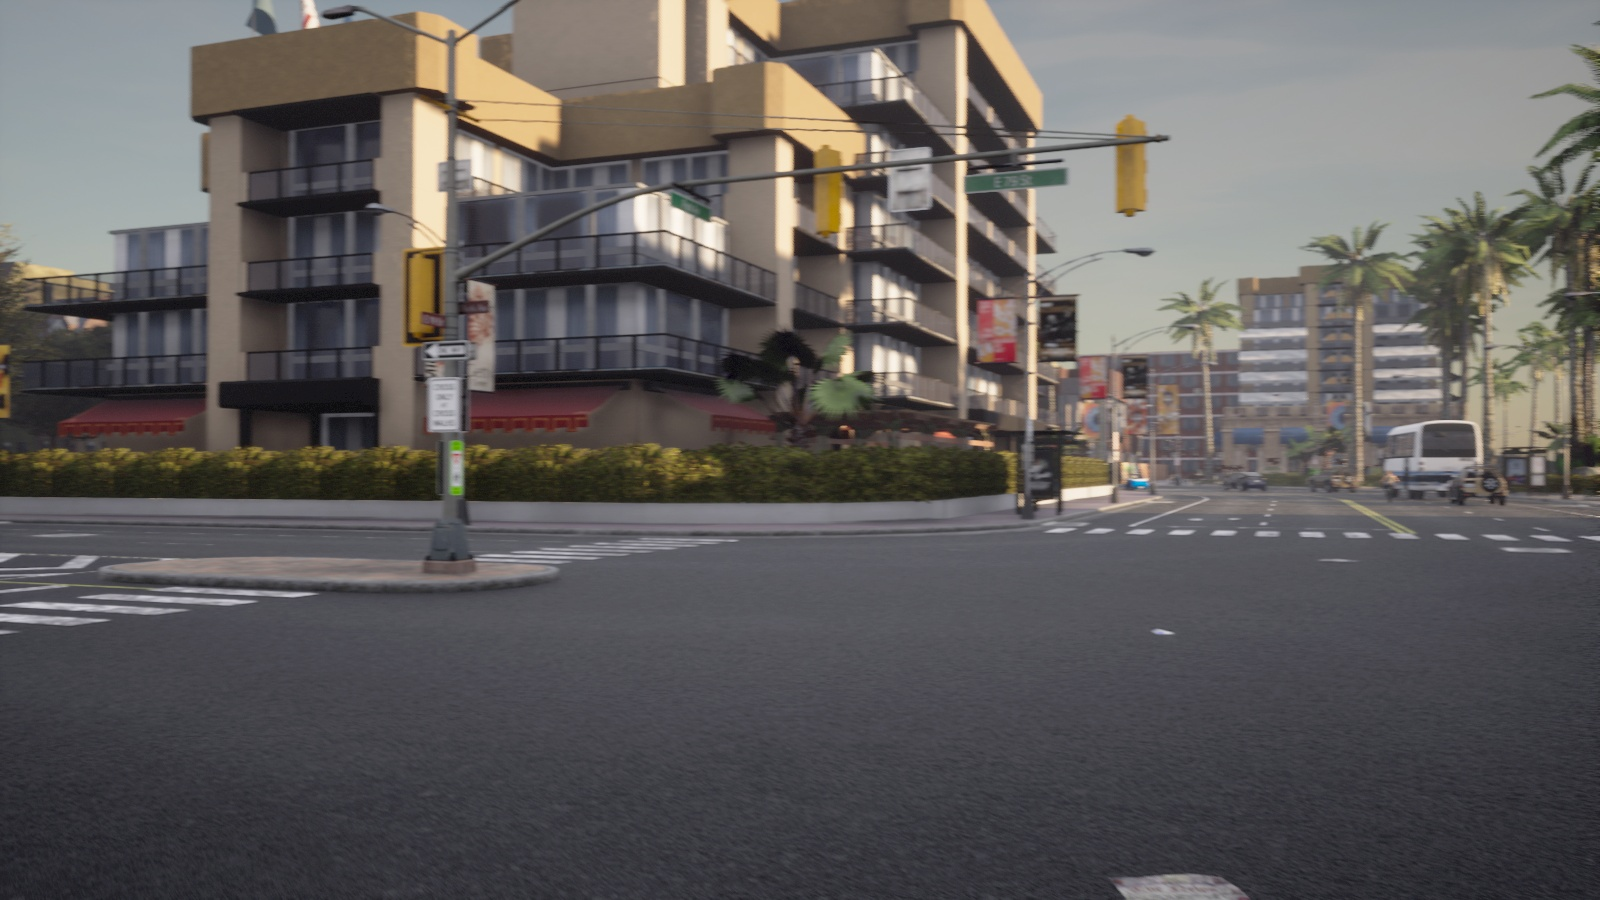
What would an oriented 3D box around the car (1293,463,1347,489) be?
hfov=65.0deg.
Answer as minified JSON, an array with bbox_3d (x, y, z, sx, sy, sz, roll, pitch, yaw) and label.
[{"bbox_3d":[37.452,1.853,90.569,1.932,1.855,4.605,0,-1,0],"label":"car"}]

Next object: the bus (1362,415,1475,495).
[{"bbox_3d":[35.352,0.367,72.326,3.944,4.253,10.273,-1,-1,15],"label":"bus"}]

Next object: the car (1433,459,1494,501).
[{"bbox_3d":[30.730,1.361,58.259,1.932,1.855,4.605,-1,-1,21],"label":"car"}]
